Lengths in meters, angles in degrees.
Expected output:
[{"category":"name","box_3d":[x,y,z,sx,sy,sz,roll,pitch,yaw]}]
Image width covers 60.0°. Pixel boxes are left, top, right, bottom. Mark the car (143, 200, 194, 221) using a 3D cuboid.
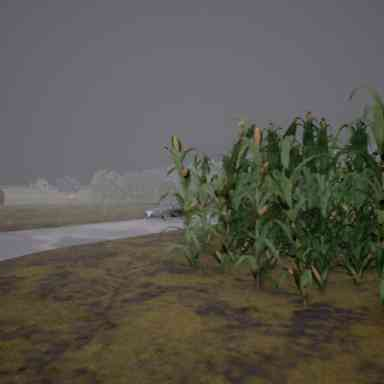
[{"category":"car","box_3d":[-1.778,1.439,26.500,2.128,1.511,4.902,1,0,35]}]
